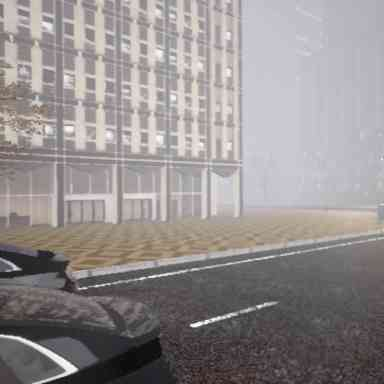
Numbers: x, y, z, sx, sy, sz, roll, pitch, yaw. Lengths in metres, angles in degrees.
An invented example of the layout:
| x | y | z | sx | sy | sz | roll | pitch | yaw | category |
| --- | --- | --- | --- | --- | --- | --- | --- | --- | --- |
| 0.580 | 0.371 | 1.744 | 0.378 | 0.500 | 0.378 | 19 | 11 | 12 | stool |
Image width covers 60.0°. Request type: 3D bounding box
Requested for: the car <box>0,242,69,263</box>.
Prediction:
| x | y | z | sx | sy | sz | roll | pitch | yaw | category |
| --- | --- | --- | --- | --- | --- | --- | --- | --- | --- |
| -4.171 | 1.492 | 4.696 | 4.902 | 1.511 | 2.128 | 0 | 0 | -35 | car |

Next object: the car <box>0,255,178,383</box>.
| x | y | z | sx | sy | sz | roll | pitch | yaw | category |
| --- | --- | --- | --- | --- | --- | --- | --- | --- | --- |
| -2.398 | 1.505 | 1.969 | 4.892 | 1.490 | 1.837 | 0 | 0 | -35 | car |
